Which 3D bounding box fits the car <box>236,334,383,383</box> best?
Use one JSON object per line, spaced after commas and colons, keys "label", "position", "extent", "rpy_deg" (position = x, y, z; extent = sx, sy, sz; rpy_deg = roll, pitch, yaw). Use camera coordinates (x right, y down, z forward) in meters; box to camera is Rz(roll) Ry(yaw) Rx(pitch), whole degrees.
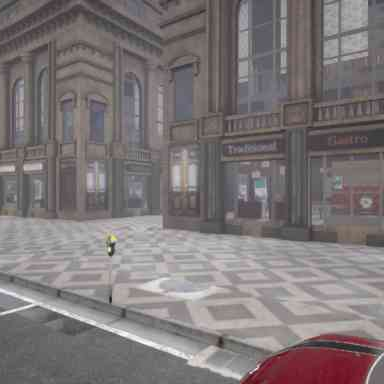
{"label": "car", "position": [1.966, 1.440, 1.554], "extent": [4.097, 1.590, 1.967], "rpy_deg": [0, 0, 36]}
